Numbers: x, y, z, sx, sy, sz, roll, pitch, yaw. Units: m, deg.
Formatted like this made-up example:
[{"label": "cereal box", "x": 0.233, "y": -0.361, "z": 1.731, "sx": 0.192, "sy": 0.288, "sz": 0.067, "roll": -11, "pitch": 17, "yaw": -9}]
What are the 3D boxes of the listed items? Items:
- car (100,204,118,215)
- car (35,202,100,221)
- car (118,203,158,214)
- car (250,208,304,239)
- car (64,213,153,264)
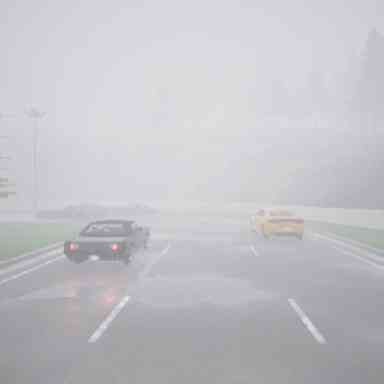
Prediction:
[{"label": "car", "x": -9.636, "y": 1.698, "z": 30.641, "sx": 4.674, "sy": 1.442, "sz": 1.812, "roll": -1, "pitch": -1, "yaw": 14}, {"label": "car", "x": -10.418, "y": 1.752, "z": 27.394, "sx": 4.718, "sy": 1.301, "sz": 1.895, "roll": 0, "pitch": 0, "yaw": 13}, {"label": "car", "x": -5.896, "y": 1.788, "z": 33.117, "sx": 4.718, "sy": 1.301, "sz": 1.895, "roll": 0, "pitch": 0, "yaw": 23}, {"label": "car", "x": 4.412, "y": 1.584, "z": 17.921, "sx": 1.882, "sy": 1.535, "sz": 5.008, "roll": 0, "pitch": 0, "yaw": -1}, {"label": "car", "x": -2.778, "y": 1.669, "z": 12.084, "sx": 1.895, "sy": 1.301, "sz": 4.718, "roll": 0, "pitch": 0, "yaw": 3}]
